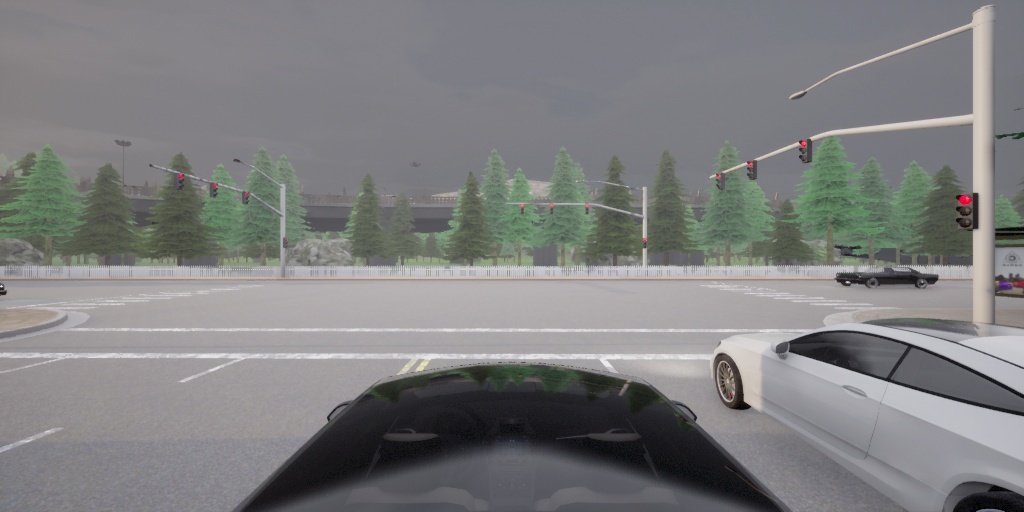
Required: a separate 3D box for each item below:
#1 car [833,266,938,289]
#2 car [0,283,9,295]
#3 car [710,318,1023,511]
[{"bbox_3d":[22.861,1.295,22.055,4.718,1.301,1.895,0,0,0],"label":"car"},{"bbox_3d":[-24.702,1.242,14.900,5.357,1.411,2.033,0,0,0],"label":"car"},{"bbox_3d":[3.656,1.276,3.149,1.812,1.442,4.674,0,0,2],"label":"car"}]
